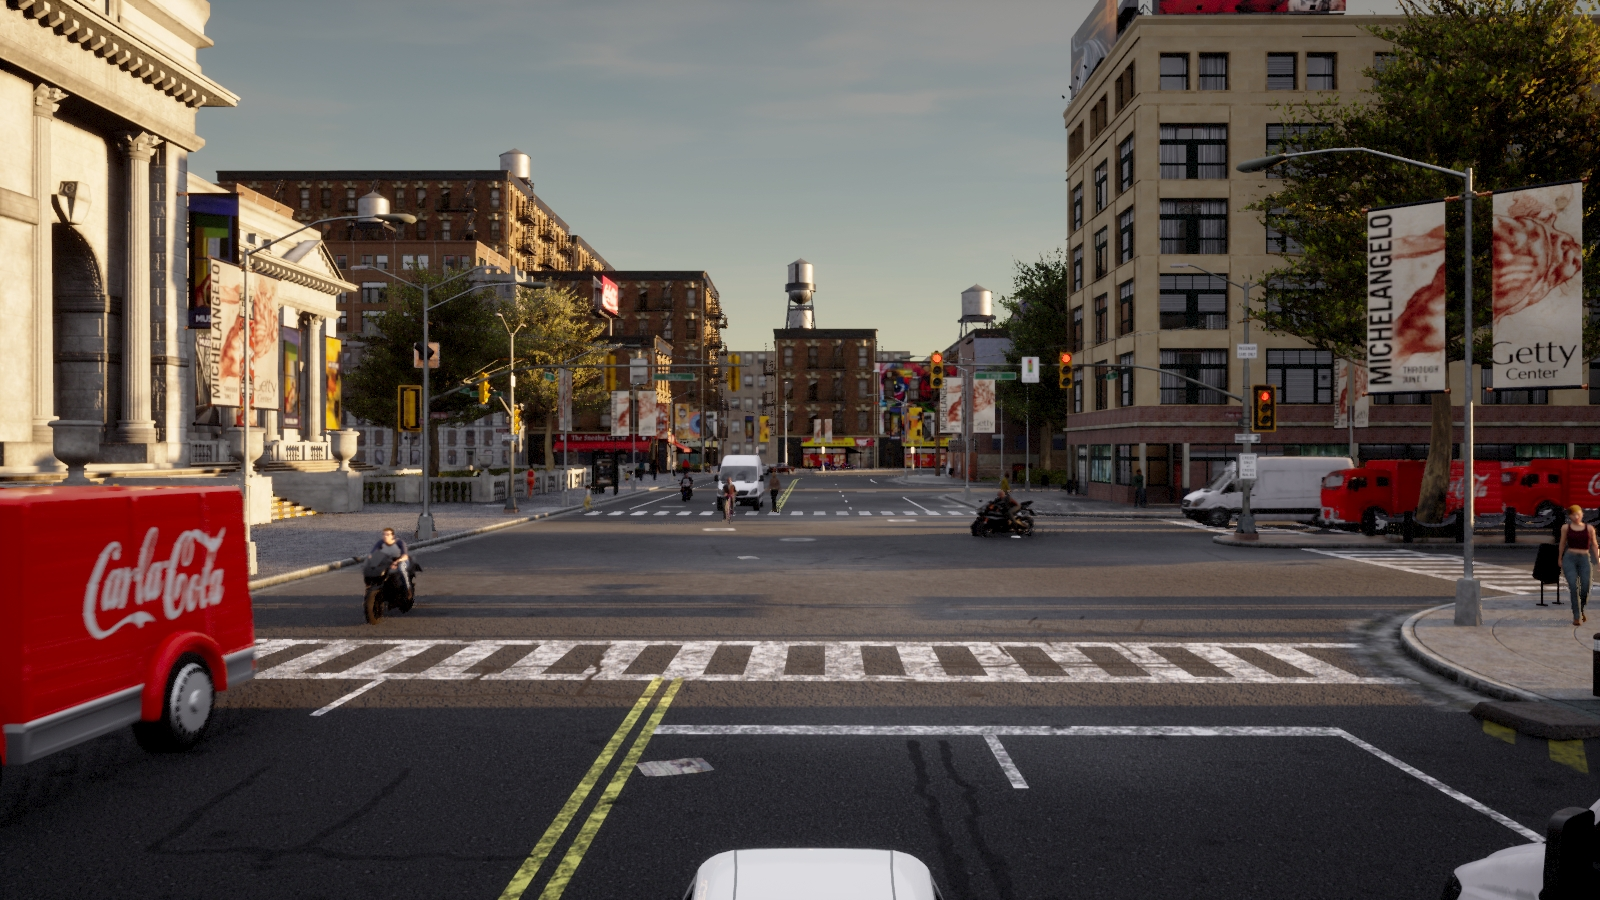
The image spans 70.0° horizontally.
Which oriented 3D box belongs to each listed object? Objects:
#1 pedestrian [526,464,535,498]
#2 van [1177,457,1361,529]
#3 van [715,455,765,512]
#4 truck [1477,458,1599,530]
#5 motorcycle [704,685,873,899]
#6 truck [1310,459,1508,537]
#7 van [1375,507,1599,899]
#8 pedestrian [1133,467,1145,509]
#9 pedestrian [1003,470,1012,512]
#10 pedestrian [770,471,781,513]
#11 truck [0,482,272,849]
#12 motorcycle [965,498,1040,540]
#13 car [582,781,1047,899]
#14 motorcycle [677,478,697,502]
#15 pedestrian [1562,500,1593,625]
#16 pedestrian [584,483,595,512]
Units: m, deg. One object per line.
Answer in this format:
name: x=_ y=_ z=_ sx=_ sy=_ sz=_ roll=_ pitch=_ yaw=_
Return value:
pedestrian: x=-14.710 y=1.697 z=62.352 sx=0.375 sy=1.860 sz=0.375 roll=0 pitch=0 yaw=1
van: x=17.065 y=1.534 z=41.801 sx=5.915 sy=2.561 sz=1.988 roll=0 pitch=0 yaw=4
van: x=-2.815 y=1.535 z=54.792 sx=1.988 sy=2.561 sz=5.915 roll=0 pitch=0 yaw=1
truck: x=27.992 y=1.578 z=41.529 sx=5.204 sy=2.467 sz=2.627 roll=1 pitch=0 yaw=1
motorcycle: x=-0.047 y=2.182 z=6.691 sx=0.856 sy=1.236 sz=1.805 roll=0 pitch=0 yaw=1
truck: x=20.191 y=1.564 z=38.097 sx=5.204 sy=2.467 sz=2.627 roll=0 pitch=0 yaw=1
van: x=3.538 y=1.534 z=2.141 sx=1.988 sy=2.561 sz=5.915 roll=0 pitch=0 yaw=1
pedestrian: x=15.120 y=1.696 z=50.984 sx=0.375 sy=1.860 sz=0.375 roll=0 pitch=0 yaw=-7
pedestrian: x=9.190 y=1.822 z=50.699 sx=0.375 sy=1.860 sz=0.375 roll=0 pitch=0 yaw=12
pedestrian: x=-1.062 y=1.848 z=50.257 sx=0.375 sy=1.860 sz=0.375 roll=0 pitch=0 yaw=22
truck: x=-6.914 y=1.568 z=9.461 sx=2.627 sy=2.467 sz=5.204 roll=0 pitch=0 yaw=1
motorcycle: x=6.529 y=2.205 z=36.850 sx=2.209 sy=1.251 sz=0.867 roll=0 pitch=1 yaw=-18
car: x=0.047 y=2.120 z=3.817 sx=1.481 sy=1.376 sz=2.207 roll=0 pitch=0 yaw=0
motorcycle: x=-6.217 y=2.205 z=62.895 sx=0.867 sy=1.251 sz=2.209 roll=0 pitch=0 yaw=1
pedestrian: x=11.819 y=1.696 z=17.370 sx=0.375 sy=1.860 sz=0.375 roll=0 pitch=0 yaw=32
pedestrian: x=-9.487 y=2.128 z=51.564 sx=0.375 sy=1.300 sz=0.375 roll=0 pitch=0 yaw=9
